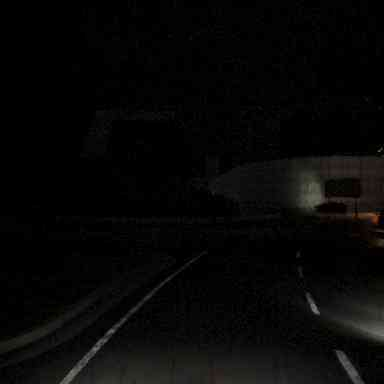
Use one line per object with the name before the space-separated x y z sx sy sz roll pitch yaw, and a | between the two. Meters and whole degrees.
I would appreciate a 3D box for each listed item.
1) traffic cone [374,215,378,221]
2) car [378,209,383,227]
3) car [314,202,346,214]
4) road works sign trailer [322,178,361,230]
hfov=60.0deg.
traffic cone | 15.827 2.381 29.061 0.340 0.580 0.340 0 -1 32
car | 15.462 1.855 25.173 1.882 1.535 5.008 0 -1 37
car | 18.774 2.114 45.459 1.882 1.535 5.008 1 -1 -15
road works sign trailer | 10.845 0.805 23.950 2.380 3.560 2.880 0 -1 32
